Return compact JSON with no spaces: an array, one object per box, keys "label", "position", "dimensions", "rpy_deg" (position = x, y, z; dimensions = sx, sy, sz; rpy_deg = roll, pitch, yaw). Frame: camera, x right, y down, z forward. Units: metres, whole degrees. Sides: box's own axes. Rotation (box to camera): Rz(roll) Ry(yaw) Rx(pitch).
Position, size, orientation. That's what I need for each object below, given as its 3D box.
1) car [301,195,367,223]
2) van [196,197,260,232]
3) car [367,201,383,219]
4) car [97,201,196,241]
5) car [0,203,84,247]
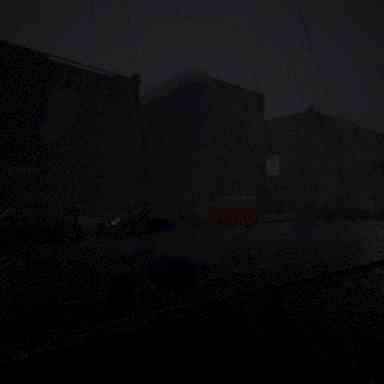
[{"label":"car","position":[11.121,1.269,26.495],"dimensions":[5.566,2.045,2.435],"rpy_deg":[0,0,-36]},{"label":"van","position":[1.968,1.261,19.931],"dimensions":[4.442,1.987,1.878],"rpy_deg":[0,0,-36]},{"label":"car","position":[15.535,1.537,29.662],"dimensions":[5.008,1.535,2.097],"rpy_deg":[0,0,-36]},{"label":"car","position":[-2.402,1.345,16.796],"dimensions":[4.553,1.767,2.185],"rpy_deg":[0,0,-36]},{"label":"car","position":[-6.891,1.328,13.576],"dimensions":[4.553,1.767,2.185],"rpy_deg":[0,0,-36]}]
